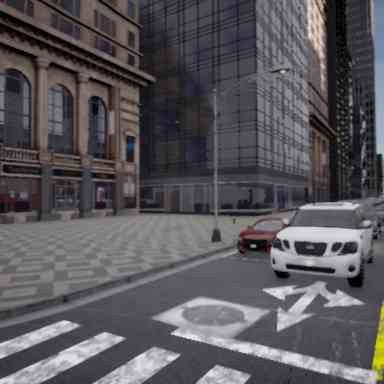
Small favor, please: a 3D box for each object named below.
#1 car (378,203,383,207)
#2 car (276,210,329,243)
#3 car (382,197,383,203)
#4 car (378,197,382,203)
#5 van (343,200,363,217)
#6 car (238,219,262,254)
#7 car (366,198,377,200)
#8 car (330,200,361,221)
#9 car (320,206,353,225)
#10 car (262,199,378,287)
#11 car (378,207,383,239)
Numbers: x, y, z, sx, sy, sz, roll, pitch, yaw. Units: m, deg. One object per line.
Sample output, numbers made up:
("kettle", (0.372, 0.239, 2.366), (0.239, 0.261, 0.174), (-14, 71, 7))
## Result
("car", (15.077, 1.891, 27.466), (1.994, 1.385, 4.181), (-1, -1, 33))
("car", (6.364, 1.804, 18.801), (1.752, 1.417, 4.829), (-1, -1, 32))
("car", (39.374, 2.294, 71.332), (1.887, 1.381, 4.507), (-1, -1, 32))
("car", (33.388, 1.988, 61.810), (2.192, 1.841, 5.009), (-1, -1, 32))
("van", (18.425, 1.810, 37.998), (1.690, 1.788, 3.998), (-1, -1, 32))
("car", (3.462, 1.774, 14.182), (1.887, 1.381, 4.507), (-1, -1, 32))
("car", (27.403, 2.034, 52.284), (1.967, 1.590, 4.097), (-1, -1, 32))
("car", (15.432, 1.740, 33.235), (2.192, 1.841, 5.009), (-1, -1, 32))
("car", (12.440, 1.923, 28.470), (1.887, 1.381, 4.507), (-1, -1, 32))
("car", (4.258, 1.369, 10.296), (2.150, 2.045, 5.566), (-1, -1, 32))
("car", (9.715, 1.788, 18.961), (2.033, 1.411, 5.357), (-1, -1, 33))
